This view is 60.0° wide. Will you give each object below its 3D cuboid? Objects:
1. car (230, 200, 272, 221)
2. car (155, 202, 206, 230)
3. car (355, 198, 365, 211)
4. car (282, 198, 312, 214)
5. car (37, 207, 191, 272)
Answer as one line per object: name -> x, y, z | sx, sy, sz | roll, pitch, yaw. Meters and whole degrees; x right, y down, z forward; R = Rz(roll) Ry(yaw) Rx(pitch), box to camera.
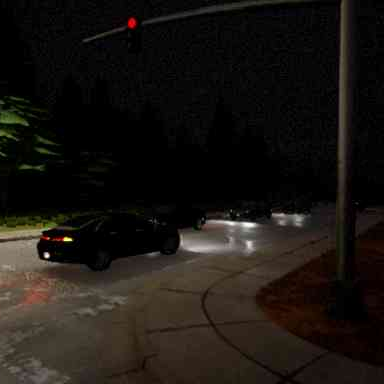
car -> 4.704, 1.383, 25.925 | 1.812, 1.442, 4.674 | 1, 1, 36
car -> -1.185, 1.332, 17.903 | 1.882, 1.535, 5.008 | 1, 1, 36
car -> 19.320, 1.424, 39.610 | 1.837, 1.490, 4.892 | 1, 1, 36
car -> 10.884, 1.338, 34.337 | 1.882, 1.535, 5.008 | 1, 1, 36
car -> -2.355, 1.410, 10.659 | 1.837, 1.490, 4.892 | -1, -1, 37
